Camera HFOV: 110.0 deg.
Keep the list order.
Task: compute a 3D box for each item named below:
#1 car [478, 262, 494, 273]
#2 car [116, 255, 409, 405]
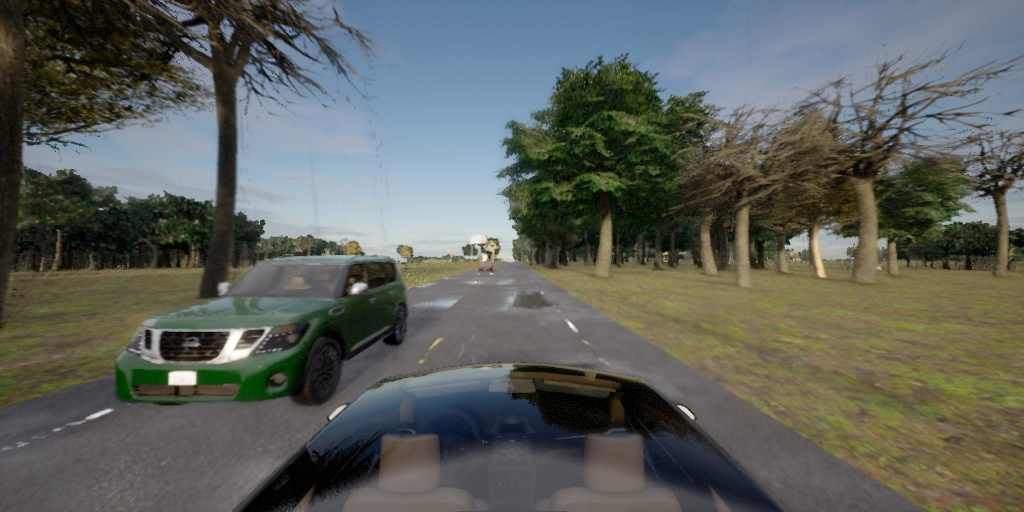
[{"bbox_3d":[-3.565,1.546,49.988,1.882,1.535,5.008,0,0,0],"label":"car"},{"bbox_3d":[-3.600,1.000,6.685,2.150,2.045,5.566,0,0,0],"label":"car"}]
